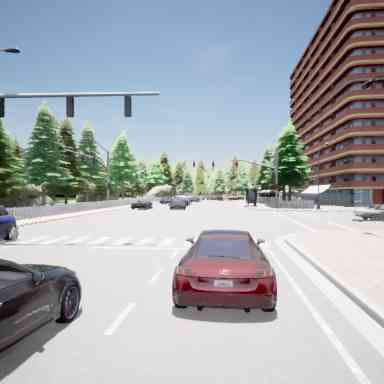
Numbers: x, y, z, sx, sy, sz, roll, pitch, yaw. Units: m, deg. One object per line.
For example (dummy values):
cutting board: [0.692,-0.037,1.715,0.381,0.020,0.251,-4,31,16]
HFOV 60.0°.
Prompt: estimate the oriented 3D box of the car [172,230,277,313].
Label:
car: [0.771,1.564,7.788,1.994,1.385,4.181,0,0,6]

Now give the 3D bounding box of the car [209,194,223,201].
car: [6.012,1.354,84.223,2.097,1.767,4.553,0,0,32]

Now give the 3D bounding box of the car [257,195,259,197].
car: [16.798,1.525,86.640,4.902,1.511,2.128,0,0,-44]

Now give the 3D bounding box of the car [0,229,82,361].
car: [-3.136,1.526,4.295,1.812,1.442,4.674,0,0,7]

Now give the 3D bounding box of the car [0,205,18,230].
car: [-9.345,1.352,13.672,2.097,1.767,4.553,0,0,6]

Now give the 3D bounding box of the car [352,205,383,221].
car: [15.602,1.656,26.581,4.718,1.301,1.895,0,0,5]

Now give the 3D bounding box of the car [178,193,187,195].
car: [-2.135,1.225,74.347,2.150,2.045,5.566,0,0,15]

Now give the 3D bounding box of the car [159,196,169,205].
car: [-4.518,1.504,58.963,1.837,1.490,4.892,0,0,6]

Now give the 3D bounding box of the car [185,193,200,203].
car: [0.460,1.540,70.252,2.033,1.411,5.357,0,0,11]

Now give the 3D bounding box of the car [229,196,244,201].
car: [11.724,1.595,86.219,1.895,1.301,4.718,0,0,39]

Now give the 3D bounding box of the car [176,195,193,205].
car: [-1.388,1.601,55.437,1.895,1.301,4.718,0,0,6]

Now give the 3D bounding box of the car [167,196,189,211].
car: [-1.833,1.573,41.603,1.994,1.385,4.181,0,0,-5]

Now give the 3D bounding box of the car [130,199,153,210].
car: [-6.322,1.602,42.223,1.895,1.301,4.718,0,0,6]
